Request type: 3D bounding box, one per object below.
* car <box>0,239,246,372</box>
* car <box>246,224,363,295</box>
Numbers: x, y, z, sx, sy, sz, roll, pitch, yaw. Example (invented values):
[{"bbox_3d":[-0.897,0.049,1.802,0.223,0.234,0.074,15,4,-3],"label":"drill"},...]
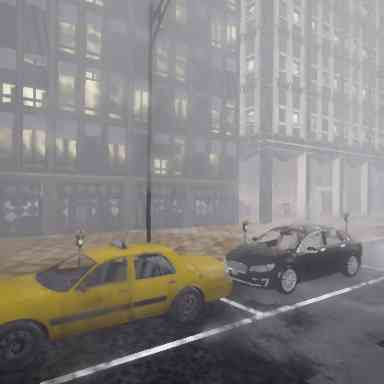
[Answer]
[{"bbox_3d":[-1.491,1.525,5.643,4.829,1.417,1.752,0,1,-35],"label":"car"},{"bbox_3d":[2.727,1.551,8.653,4.403,1.369,2.008,0,1,-35],"label":"car"}]
